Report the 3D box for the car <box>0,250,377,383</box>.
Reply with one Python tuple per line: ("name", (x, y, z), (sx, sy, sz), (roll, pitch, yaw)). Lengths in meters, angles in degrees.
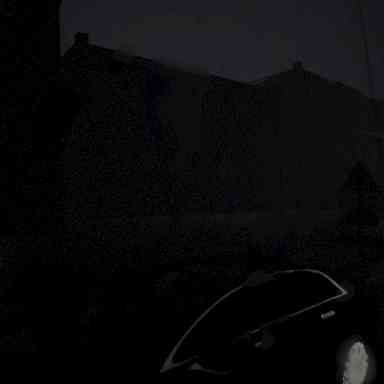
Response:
("car", (0.152, 1.495, 3.574), (4.892, 1.490, 1.837), (0, 0, -36))
